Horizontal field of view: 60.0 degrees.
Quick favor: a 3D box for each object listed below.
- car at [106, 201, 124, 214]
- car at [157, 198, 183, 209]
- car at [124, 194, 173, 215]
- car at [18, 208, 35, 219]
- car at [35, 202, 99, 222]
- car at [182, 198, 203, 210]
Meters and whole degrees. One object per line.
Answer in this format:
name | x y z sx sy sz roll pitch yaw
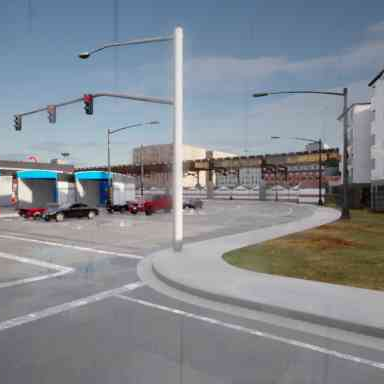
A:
car | -7.115 1.601 36.248 1.895 1.301 4.718 0 0 30
car | -2.952 1.547 46.053 2.033 1.411 5.357 0 0 15
car | -4.135 1.221 34.443 2.150 2.045 5.566 0 0 30
car | -12.305 1.601 28.693 1.895 1.301 4.718 0 0 37
car | -9.603 1.526 26.509 1.812 1.442 4.674 0 0 36
car | 0.122 1.547 44.123 2.033 1.411 5.357 0 0 16
